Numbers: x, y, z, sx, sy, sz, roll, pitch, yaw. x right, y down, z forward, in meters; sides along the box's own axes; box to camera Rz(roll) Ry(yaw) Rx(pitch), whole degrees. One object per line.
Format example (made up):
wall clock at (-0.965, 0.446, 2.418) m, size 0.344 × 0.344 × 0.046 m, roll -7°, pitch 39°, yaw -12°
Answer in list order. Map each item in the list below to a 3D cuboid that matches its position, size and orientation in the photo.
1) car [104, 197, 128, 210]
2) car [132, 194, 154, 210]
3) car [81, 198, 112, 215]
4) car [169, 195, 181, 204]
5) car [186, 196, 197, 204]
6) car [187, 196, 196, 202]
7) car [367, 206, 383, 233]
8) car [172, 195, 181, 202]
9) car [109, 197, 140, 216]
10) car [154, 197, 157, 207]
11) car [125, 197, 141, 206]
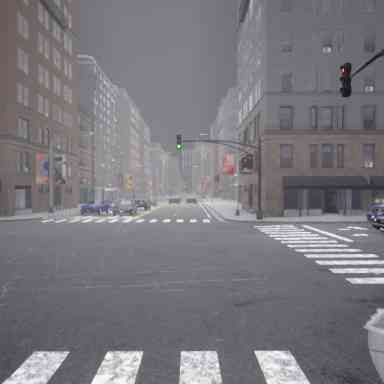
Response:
car at (-9.894, 1.506, 43.696) m, size 2.128 × 1.511 × 4.902 m, roll 0°, pitch 0°, yaw 0°
car at (-6.645, 1.235, 43.008) m, size 2.150 × 2.045 × 5.566 m, roll 0°, pitch 0°, yaw 0°
car at (-9.879, 1.484, 34.193) m, size 1.882 × 1.535 × 5.008 m, roll 0°, pitch 0°, yaw 0°
car at (-3.331, 1.512, 62.755) m, size 1.882 × 1.535 × 5.008 m, roll 0°, pitch 0°, yaw 0°
car at (-0.081, 1.512, 62.725) m, size 1.882 × 1.535 × 5.008 m, roll 0°, pitch 0°, yaw 0°
car at (-0.094, 1.542, 73.175) m, size 1.994 × 1.385 × 4.181 m, roll 0°, pitch 0°, yaw 0°
car at (11.630, 1.524, 16.506) m, size 4.718 × 1.301 × 1.895 m, roll 0°, pitch 0°, yaw -1°
car at (-3.344, 1.468, 73.171) m, size 1.882 × 1.535 × 5.008 m, roll 0°, pitch 0°, yaw 0°
car at (-6.635, 1.532, 33.306) m, size 1.812 × 1.442 × 4.674 m, roll 0°, pitch 0°, yaw -2°
car at (-6.660, 1.514, 53.166) m, size 2.128 × 1.511 × 4.902 m, roll 0°, pitch 0°, yaw 0°
car at (-9.910, 1.531, 55.781) m, size 1.837 × 1.490 × 4.892 m, roll 0°, pitch 0°, yaw 0°
